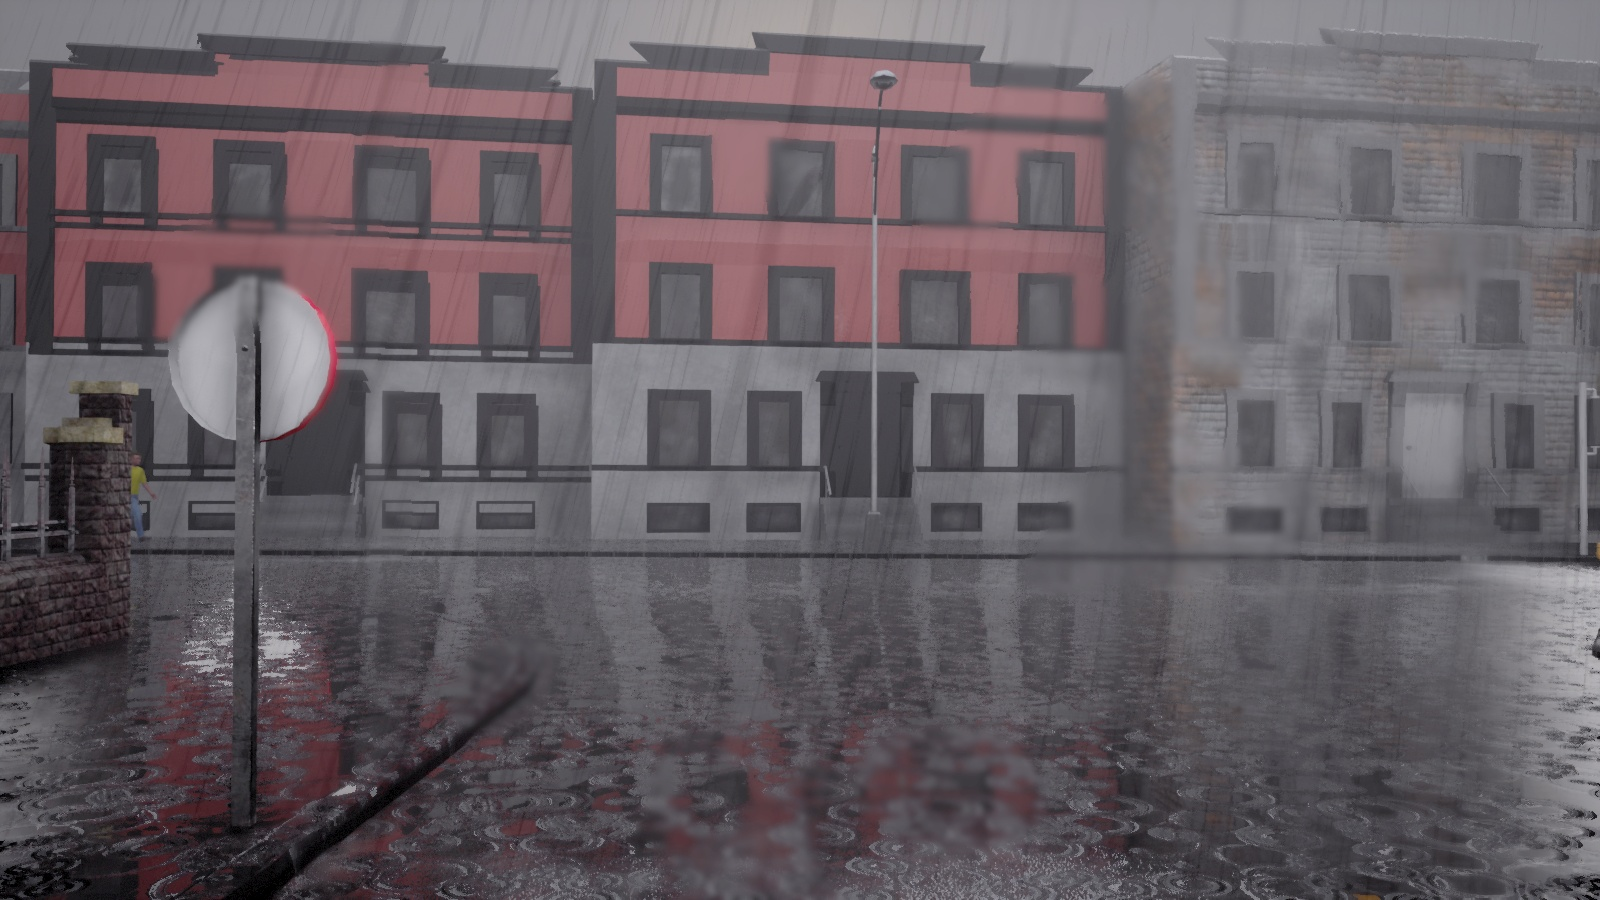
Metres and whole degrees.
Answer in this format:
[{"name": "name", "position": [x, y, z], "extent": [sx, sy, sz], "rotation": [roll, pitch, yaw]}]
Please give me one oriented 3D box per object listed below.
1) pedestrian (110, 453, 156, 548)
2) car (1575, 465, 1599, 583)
[{"name": "pedestrian", "position": [-12.985, 0.979, 24.445], "extent": [0.706, 1.836, 0.354], "rotation": [0, -1, 11]}, {"name": "car", "position": [13.400, 0.975, 16.422], "extent": [5.366, 1.575, 1.801], "rotation": [0, -1, 1]}]
